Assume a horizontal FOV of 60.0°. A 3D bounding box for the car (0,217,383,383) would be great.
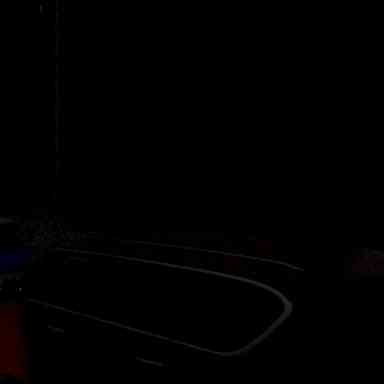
[{"bbox_3d":[-0.487,1.307,3.429,5.009,1.841,2.192,0,0,35],"label":"car"}]
